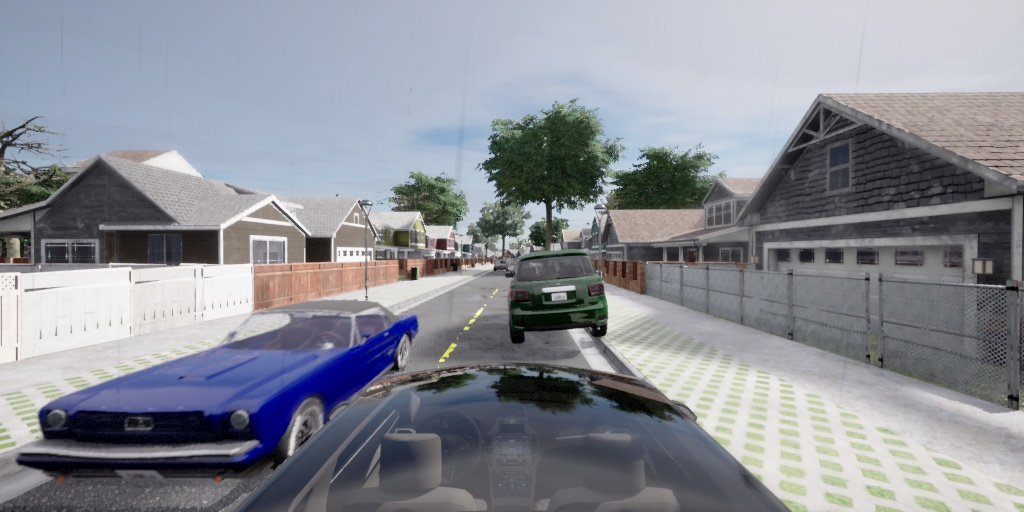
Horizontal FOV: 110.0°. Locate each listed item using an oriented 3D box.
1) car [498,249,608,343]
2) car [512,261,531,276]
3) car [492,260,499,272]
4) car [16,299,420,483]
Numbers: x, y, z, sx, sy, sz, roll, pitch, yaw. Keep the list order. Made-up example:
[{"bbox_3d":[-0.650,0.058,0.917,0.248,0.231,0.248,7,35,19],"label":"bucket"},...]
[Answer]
[{"bbox_3d":[1.015,0.897,9.763,2.150,2.045,5.566,-5,0,2],"label":"car"},{"bbox_3d":[1.116,1.324,39.625,2.033,1.411,5.357,0,0,3],"label":"car"},{"bbox_3d":[-1.465,1.295,47.878,1.837,1.490,4.892,0,0,2],"label":"car"},{"bbox_3d":[-2.798,1.350,4.921,1.895,1.301,4.718,0,0,1],"label":"car"}]
